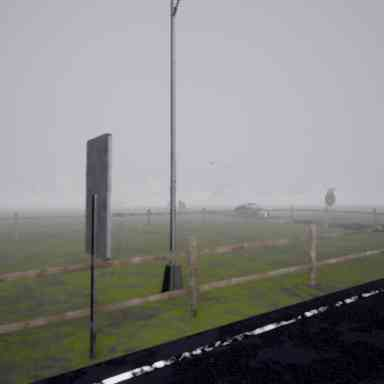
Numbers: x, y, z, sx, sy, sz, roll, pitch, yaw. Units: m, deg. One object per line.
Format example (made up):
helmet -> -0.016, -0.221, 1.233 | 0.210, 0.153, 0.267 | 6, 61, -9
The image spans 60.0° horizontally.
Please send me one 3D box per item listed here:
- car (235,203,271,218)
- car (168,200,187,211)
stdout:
car -> 6.372, 1.930, 35.214 | 2.128, 1.511, 4.902 | 1, -1, -23
car -> -2.545, 2.221, 56.532 | 2.097, 1.767, 4.553 | 1, -1, -22
